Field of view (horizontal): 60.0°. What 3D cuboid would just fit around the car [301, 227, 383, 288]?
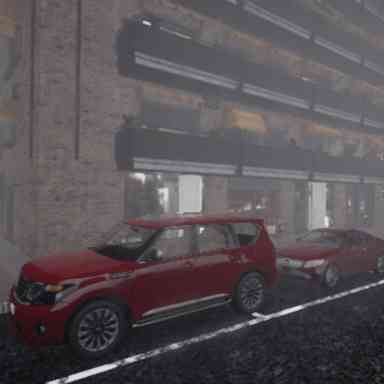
[{"bbox_3d":[4.052,1.695,9.519,4.206,1.307,1.802,1,0,-36],"label":"car"}]

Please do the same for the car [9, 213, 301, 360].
[{"bbox_3d":[-0.508,1.363,6.212,5.009,1.841,2.192,1,0,-36],"label":"car"}]
